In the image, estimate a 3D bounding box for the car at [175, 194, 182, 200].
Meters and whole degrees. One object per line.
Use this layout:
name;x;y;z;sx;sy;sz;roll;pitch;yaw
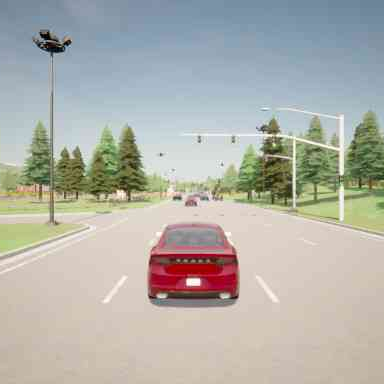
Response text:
car;-3.762;1.310;94.121;1.882;1.535;5.008;0;0;0

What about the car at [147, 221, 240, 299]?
car;0.040;1.478;8.496;1.882;1.535;5.008;0;0;0

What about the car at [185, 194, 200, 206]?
car;-0.147;1.525;53.098;1.812;1.442;4.674;0;0;0

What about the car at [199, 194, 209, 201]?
car;3.266;1.516;84.138;1.812;1.442;4.674;0;0;0

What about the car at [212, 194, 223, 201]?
car;6.767;1.516;83.731;2.128;1.511;4.902;0;0;0

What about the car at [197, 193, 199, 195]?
car;3.238;1.357;94.141;2.128;1.511;4.902;0;0;0

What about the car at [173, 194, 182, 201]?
car;-3.733;1.469;83.702;1.882;1.535;5.008;0;0;0

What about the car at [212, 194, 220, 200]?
car;6.738;1.372;94.151;2.033;1.411;5.357;0;0;0
